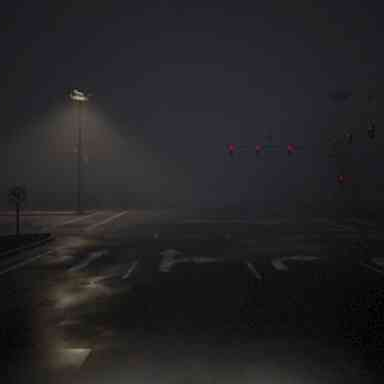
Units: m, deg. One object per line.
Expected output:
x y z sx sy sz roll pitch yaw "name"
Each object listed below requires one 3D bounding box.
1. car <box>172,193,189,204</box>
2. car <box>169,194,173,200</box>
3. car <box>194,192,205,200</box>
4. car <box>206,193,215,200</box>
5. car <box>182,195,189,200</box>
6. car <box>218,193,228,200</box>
-1.858 1.359 58.792 2.128 1.511 4.902 0 0 0 "car"
-5.234 1.289 91.085 1.837 1.490 4.892 0 0 0 "car"
1.763 1.015 90.254 2.150 2.045 5.566 0 0 0 "car"
5.266 1.384 91.075 1.895 1.301 4.718 0 0 0 "car"
-1.736 1.385 90.685 1.895 1.301 4.718 0 0 0 "car"
8.762 1.329 90.198 2.033 1.411 5.357 0 0 0 "car"
